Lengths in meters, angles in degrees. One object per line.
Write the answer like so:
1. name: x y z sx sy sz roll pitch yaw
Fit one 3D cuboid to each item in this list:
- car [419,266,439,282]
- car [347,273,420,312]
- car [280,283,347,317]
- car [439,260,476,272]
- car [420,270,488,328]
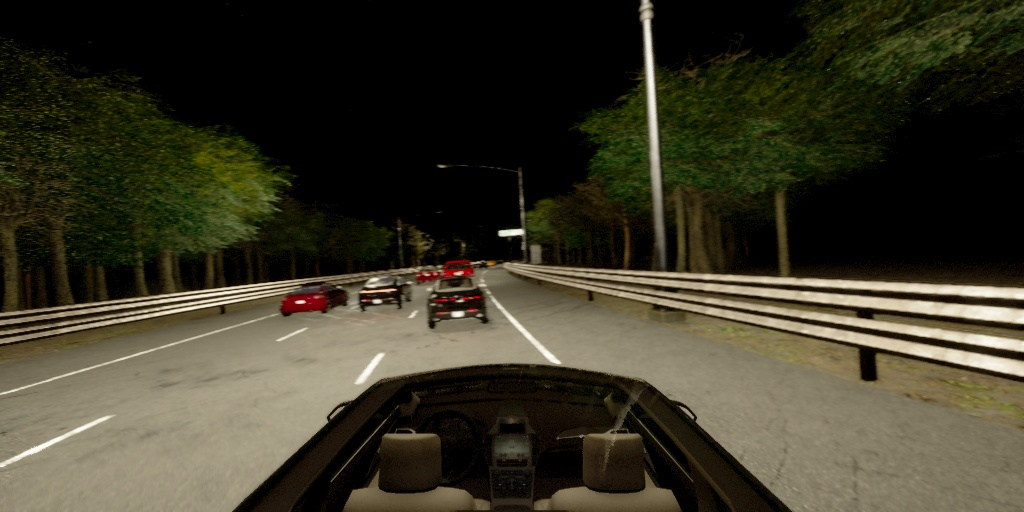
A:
1. car: -8.167 1.847 35.722 2.097 1.767 4.553 -4 0 -6
2. car: -6.058 1.738 17.568 2.128 1.511 4.902 -4 0 -8
3. car: -9.607 2.037 17.789 1.994 1.385 4.181 -4 0 -8
4. car: -3.738 1.371 25.772 2.150 2.045 5.566 -4 0 -7
5. car: -1.933 1.455 12.662 1.837 1.490 4.892 -4 0 -9
